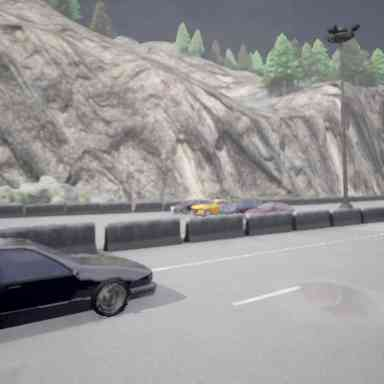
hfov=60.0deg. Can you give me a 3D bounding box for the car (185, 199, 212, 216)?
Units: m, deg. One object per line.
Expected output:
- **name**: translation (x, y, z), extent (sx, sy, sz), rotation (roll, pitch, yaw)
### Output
- **car**: translation (2.213, 1.455, 31.244), extent (5.008, 1.535, 1.882), rotation (0, 0, -35)

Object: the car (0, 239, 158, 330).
- **car**: translation (-3.296, 1.547, 5.695), extent (5.357, 1.411, 2.033), rotation (0, 0, -36)

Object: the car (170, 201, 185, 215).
- **car**: translation (0.073, 1.466, 34.017), extent (4.902, 1.511, 2.128), rotation (0, 0, -35)

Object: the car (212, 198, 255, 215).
- **car**: translation (4.362, 1.328, 28.476), extent (4.553, 1.767, 2.097), rotation (0, 0, -35)

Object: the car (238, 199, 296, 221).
- **car**: translation (6.046, 1.497, 25.382), extent (4.674, 1.442, 1.812), rotation (0, 0, -35)
